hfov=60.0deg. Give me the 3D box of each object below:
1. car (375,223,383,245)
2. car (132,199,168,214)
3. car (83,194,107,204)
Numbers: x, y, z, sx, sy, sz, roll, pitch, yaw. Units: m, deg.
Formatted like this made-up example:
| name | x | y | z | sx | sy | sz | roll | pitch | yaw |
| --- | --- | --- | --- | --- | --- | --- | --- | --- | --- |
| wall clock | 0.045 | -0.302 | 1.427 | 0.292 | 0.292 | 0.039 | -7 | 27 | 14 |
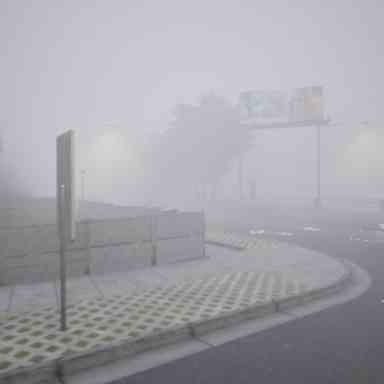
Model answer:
| name | x | y | z | sx | sy | sz | roll | pitch | yaw |
| --- | --- | --- | --- | --- | --- | --- | --- | --- | --- |
| car | 8.897 | 1.609 | 11.480 | 1.812 | 1.442 | 4.674 | 0 | 1 | -36 |
| car | -3.788 | 1.327 | 29.563 | 1.994 | 1.385 | 4.181 | 0 | 1 | -33 |
| car | -12.949 | 1.022 | 44.118 | 2.033 | 1.411 | 5.357 | 0 | 1 | -31 |
